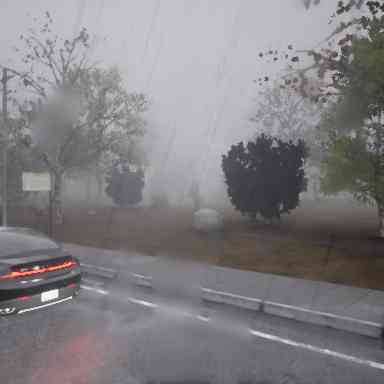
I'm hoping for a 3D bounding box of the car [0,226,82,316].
[{"bbox_3d":[-4.342,1.503,7.087,4.892,1.490,1.837,0,0,37],"label":"car"}]
